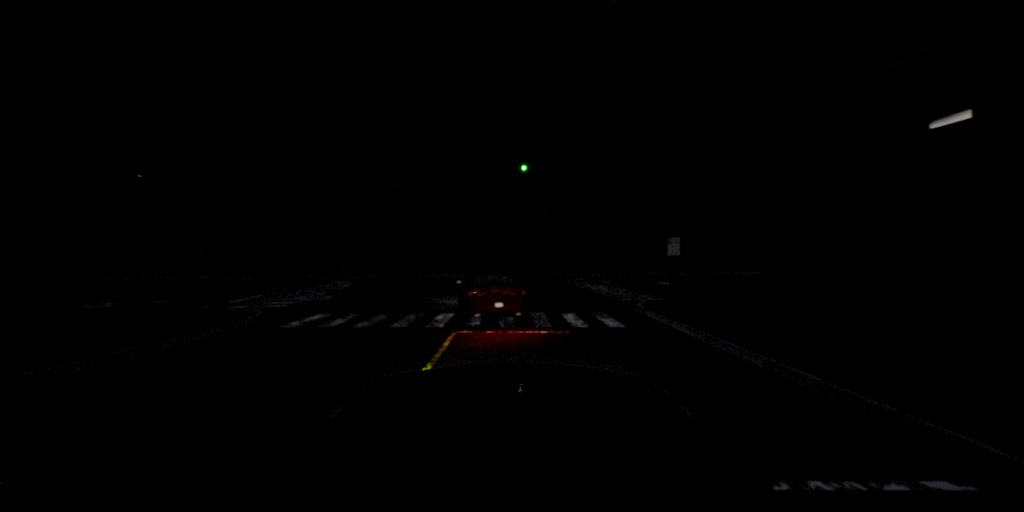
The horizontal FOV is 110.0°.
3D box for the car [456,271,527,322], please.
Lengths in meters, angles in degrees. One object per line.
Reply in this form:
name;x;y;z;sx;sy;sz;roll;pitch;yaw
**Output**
car;-0.852;1.254;12.407;1.882;1.535;5.008;0;-1;-11
